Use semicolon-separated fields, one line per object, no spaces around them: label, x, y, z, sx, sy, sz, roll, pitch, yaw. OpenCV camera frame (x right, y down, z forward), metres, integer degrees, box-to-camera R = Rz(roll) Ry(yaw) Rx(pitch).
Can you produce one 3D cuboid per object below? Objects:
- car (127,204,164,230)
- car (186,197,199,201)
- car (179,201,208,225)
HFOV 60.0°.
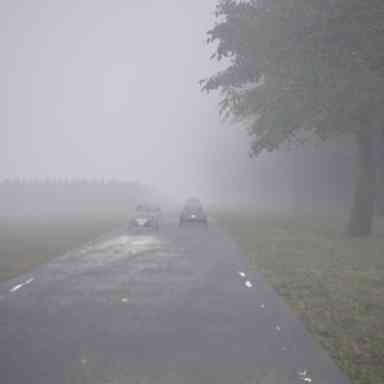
car;-2.857;1.515;21.159;2.128;1.511;4.902;0;0;0
car;0.083;1.438;39.935;2.097;1.767;4.553;0;0;0
car;0.088;1.594;24.101;1.994;1.385;4.181;0;0;0
